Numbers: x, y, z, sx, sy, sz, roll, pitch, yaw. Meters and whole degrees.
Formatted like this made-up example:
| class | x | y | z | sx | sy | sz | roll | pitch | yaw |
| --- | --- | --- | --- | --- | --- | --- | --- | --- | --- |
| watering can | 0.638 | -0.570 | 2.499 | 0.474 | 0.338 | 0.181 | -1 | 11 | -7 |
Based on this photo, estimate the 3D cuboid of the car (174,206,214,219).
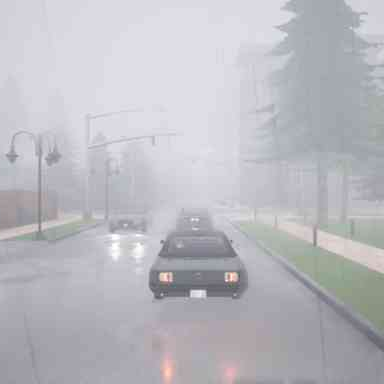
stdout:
| class | x | y | z | sx | sy | sz | roll | pitch | yaw |
| --- | --- | --- | --- | --- | --- | --- | --- | --- | --- |
| car | 0.131 | 1.504 | 17.650 | 1.837 | 1.490 | 4.892 | 0 | 0 | 0 |

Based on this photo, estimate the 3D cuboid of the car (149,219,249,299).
| class | x | y | z | sx | sy | sz | roll | pitch | yaw |
| --- | --- | --- | --- | --- | --- | --- | --- | --- | --- |
| car | 0.119 | 1.601 | 8.388 | 1.895 | 1.301 | 4.718 | 0 | 0 | 0 |

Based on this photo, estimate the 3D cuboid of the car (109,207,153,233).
| class | x | y | z | sx | sy | sz | roll | pitch | yaw |
| --- | --- | --- | --- | --- | --- | --- | --- | --- | --- |
| car | -3.477 | 1.564 | 19.497 | 1.994 | 1.385 | 4.181 | 0 | 0 | 0 |
